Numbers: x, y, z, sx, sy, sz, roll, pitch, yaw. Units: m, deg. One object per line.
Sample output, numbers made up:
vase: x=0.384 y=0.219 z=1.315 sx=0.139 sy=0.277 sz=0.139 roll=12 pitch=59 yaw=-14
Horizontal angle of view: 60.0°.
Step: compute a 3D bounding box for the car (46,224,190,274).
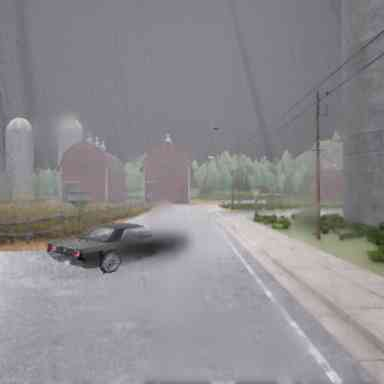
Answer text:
car: x=-2.156 y=1.717 z=11.100 sx=1.895 sy=1.301 sz=4.718 roll=0 pitch=-1 yaw=38
